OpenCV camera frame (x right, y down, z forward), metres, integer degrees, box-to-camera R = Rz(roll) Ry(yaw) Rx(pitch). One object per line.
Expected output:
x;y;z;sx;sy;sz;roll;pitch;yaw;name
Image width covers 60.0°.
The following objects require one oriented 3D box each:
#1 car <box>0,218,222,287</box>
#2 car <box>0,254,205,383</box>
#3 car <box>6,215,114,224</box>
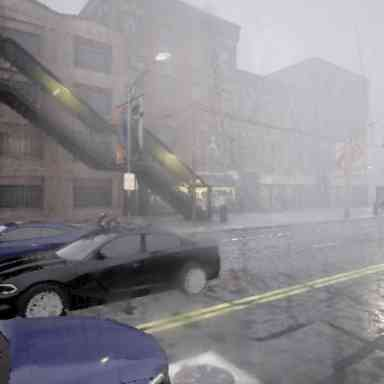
-1.633;1.488;7.128;5.008;1.535;1.882;0;0;-36;car
-2.304;1.523;2.109;4.674;1.442;1.812;0;0;-35;car
-4.789;1.531;9.160;4.674;1.442;1.812;0;0;-36;car
